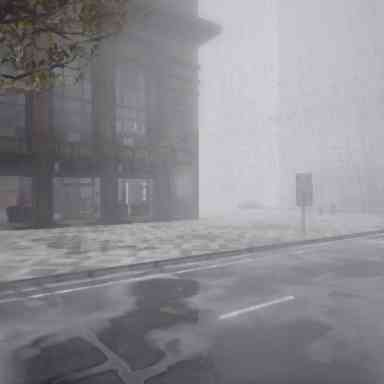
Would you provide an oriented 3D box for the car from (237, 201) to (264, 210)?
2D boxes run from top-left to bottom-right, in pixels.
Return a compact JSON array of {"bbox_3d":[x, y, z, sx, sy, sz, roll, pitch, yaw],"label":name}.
[{"bbox_3d":[8.883,2.003,50.563,1.994,1.385,4.181,-1,0,-35],"label":"car"}]
